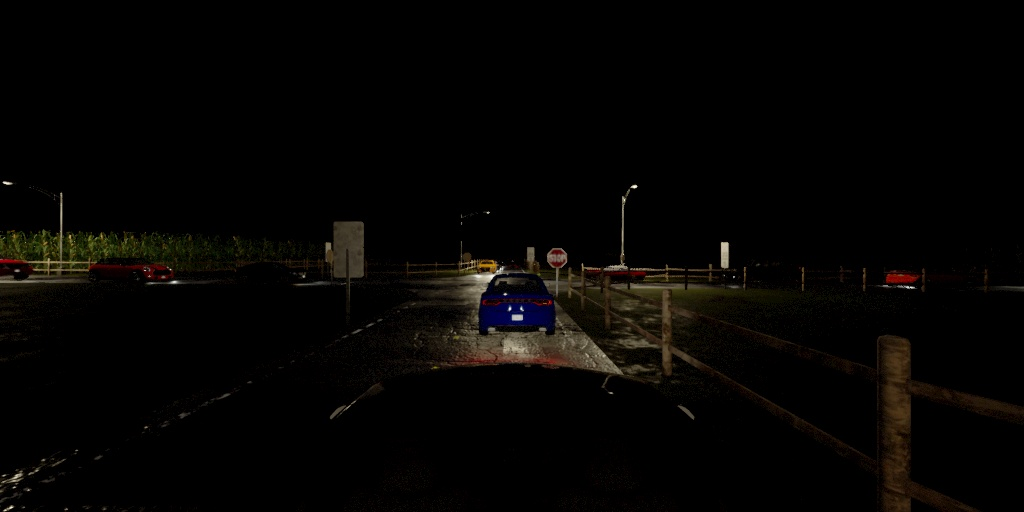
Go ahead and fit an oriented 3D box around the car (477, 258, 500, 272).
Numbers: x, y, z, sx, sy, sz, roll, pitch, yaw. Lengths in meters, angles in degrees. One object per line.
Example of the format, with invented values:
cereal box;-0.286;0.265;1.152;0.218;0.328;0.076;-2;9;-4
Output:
car;-2.787;1.223;40.990;1.882;1.535;5.008;0;0;1

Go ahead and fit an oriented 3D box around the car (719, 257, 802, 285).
car;19.211;1.132;27.838;5.566;2.045;2.150;0;0;1

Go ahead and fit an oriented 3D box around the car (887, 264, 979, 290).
car;28.994;1.363;24.772;4.553;1.767;2.097;1;0;1

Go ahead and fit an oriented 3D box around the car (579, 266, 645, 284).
car;7.592;1.419;27.559;4.718;1.301;1.895;0;0;-6

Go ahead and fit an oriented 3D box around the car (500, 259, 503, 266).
car;-2.713;1.309;51.006;1.994;1.385;4.181;0;0;0

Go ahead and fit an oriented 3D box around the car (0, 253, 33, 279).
car;-37.992;0.688;25.586;5.566;2.045;2.150;0;0;1

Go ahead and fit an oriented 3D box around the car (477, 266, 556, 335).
car;0.123;1.227;10.499;1.882;1.535;5.008;0;0;0

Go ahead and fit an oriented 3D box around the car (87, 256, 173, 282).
car;-26.947;0.903;25.446;4.553;1.767;2.097;0;0;1

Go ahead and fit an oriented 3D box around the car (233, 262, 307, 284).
car;-17.015;1.155;25.322;4.674;1.442;1.812;0;0;1
